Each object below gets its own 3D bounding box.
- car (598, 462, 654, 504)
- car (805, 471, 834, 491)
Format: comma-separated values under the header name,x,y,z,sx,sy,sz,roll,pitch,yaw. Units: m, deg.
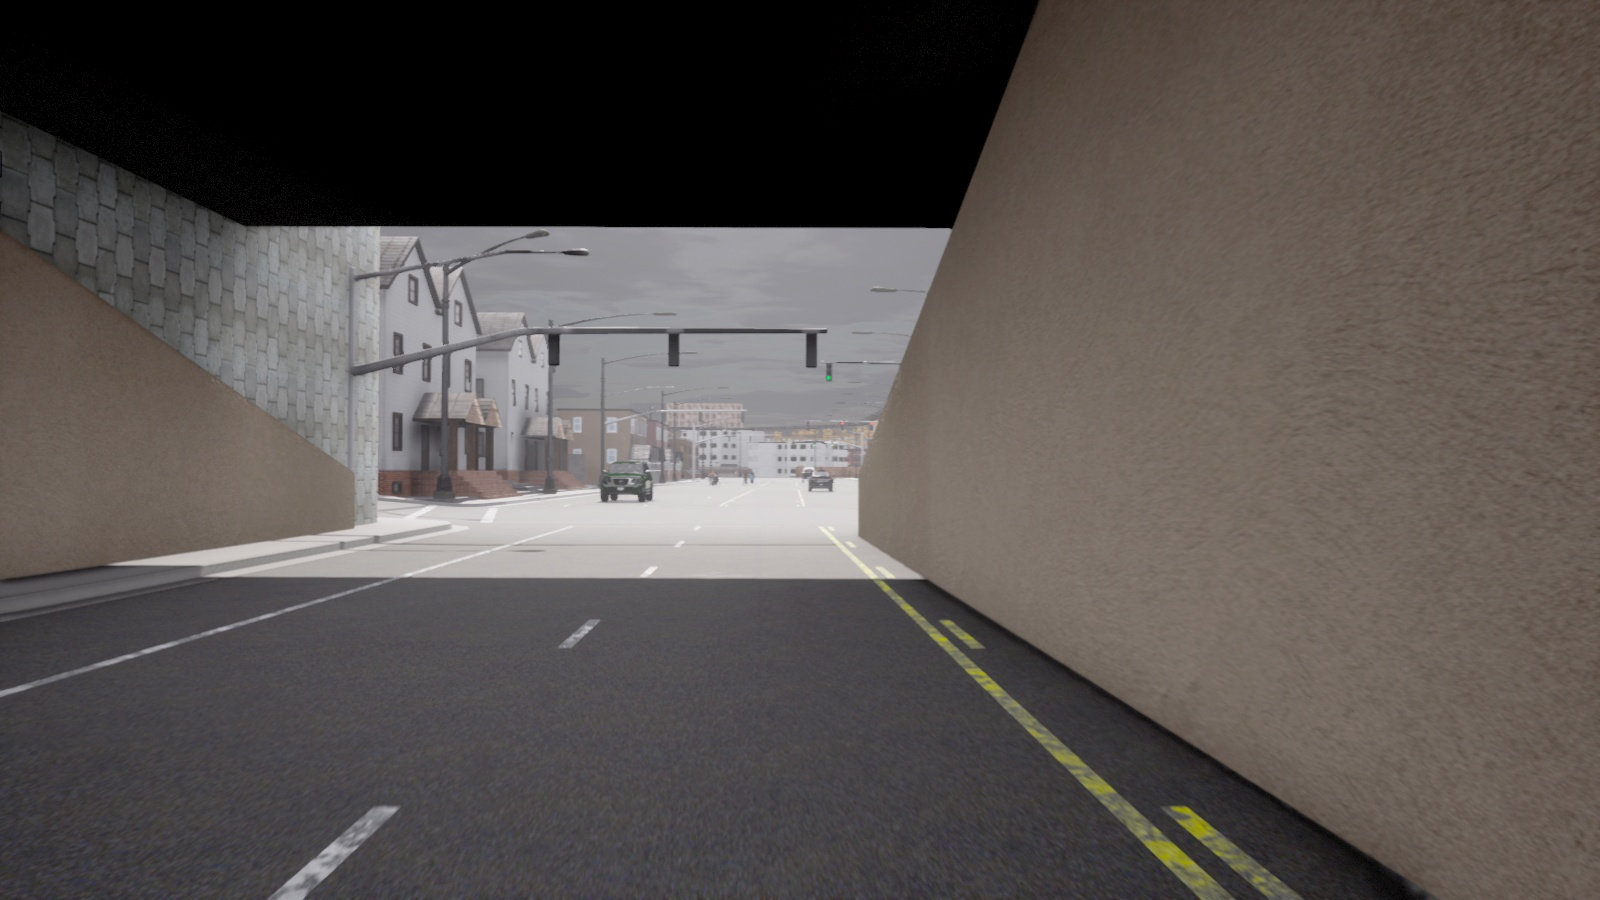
name,x,y,z,sx,sy,sz,roll,pitch,yaw
car,-8.800,1.646,63.917,2.150,2.045,5.566,0,-1,0
car,1.471,2.375,96.232,2.128,1.511,4.902,0,-1,0
